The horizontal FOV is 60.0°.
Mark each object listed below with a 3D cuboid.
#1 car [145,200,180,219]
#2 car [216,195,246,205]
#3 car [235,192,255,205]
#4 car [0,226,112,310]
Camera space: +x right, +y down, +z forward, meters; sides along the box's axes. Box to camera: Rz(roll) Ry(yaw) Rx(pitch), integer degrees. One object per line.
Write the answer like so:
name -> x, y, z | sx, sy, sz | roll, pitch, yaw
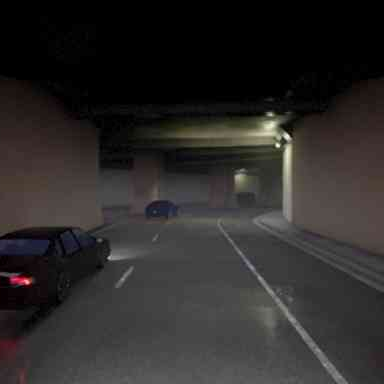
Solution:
car -> -2.427, 1.414, 28.251 | 1.882, 1.535, 5.008 | 0, 0, 11
car -> 6.911, 1.361, 58.491 | 4.902, 1.511, 2.128 | 0, 0, -32
car -> 8.004, 1.098, 55.147 | 5.566, 2.045, 2.150 | 0, 0, -33
car -> -3.459, 1.529, 8.049 | 2.033, 1.411, 5.357 | 0, 0, 1
